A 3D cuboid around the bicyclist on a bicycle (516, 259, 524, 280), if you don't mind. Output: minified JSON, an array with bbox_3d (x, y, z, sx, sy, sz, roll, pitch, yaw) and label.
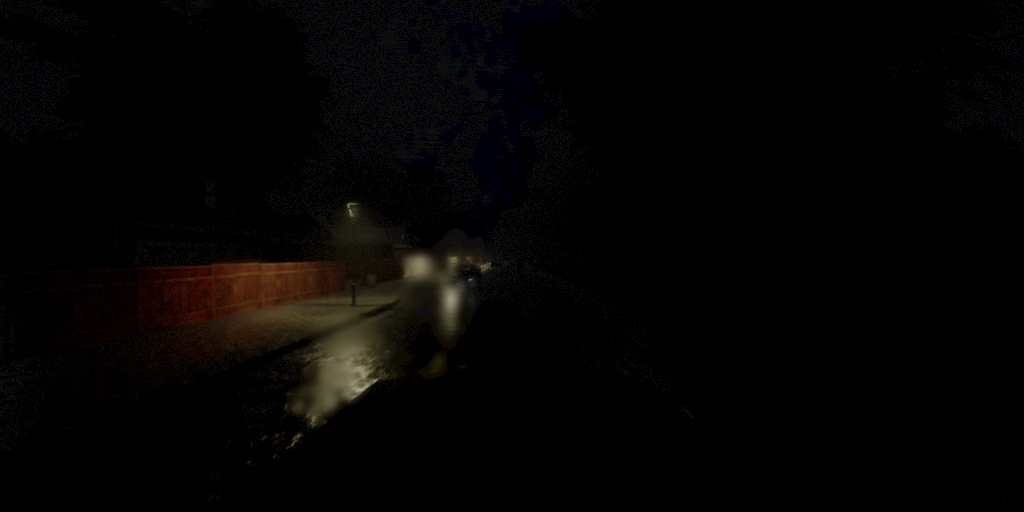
[{"bbox_3d":[0.756,1.166,29.329,0.582,1.620,1.656,0,0,0],"label":"bicyclist on a bicycle"}]

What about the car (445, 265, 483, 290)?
[{"bbox_3d":[-2.850,1.268,22.487,2.033,1.411,5.357,0,0,0],"label":"car"}]

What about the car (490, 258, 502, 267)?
[{"bbox_3d":[-2.782,1.179,63.756,1.882,1.535,5.008,0,0,1],"label":"car"}]

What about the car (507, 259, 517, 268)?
[{"bbox_3d":[0.045,1.196,61.905,2.128,1.511,4.902,0,0,0],"label":"car"}]
